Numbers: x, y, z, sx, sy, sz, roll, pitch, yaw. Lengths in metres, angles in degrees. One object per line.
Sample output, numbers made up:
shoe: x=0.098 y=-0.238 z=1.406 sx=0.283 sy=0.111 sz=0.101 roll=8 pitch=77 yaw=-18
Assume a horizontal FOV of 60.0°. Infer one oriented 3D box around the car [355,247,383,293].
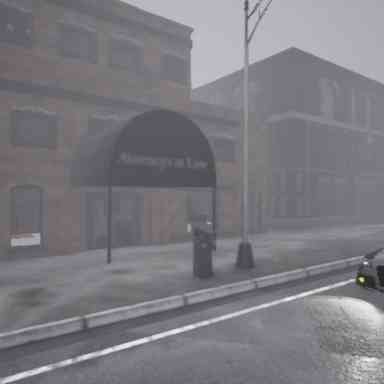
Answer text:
car: x=5.673 y=1.575 z=7.729 sx=4.181 sy=1.385 sz=1.994 roll=0 pitch=0 yaw=-35
